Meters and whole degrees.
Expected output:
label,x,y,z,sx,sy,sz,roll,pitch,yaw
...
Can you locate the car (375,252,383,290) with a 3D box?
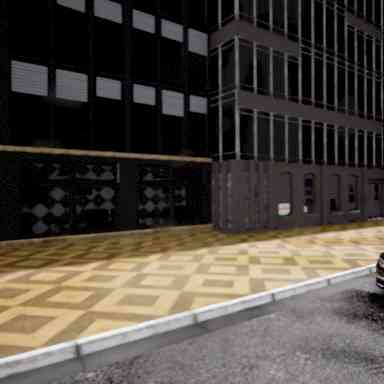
label,x,y,z,sx,sy,sz,roll,pitch,yaw
car,6.152,1.491,7.718,4.902,1.511,2.128,0,0,-35
